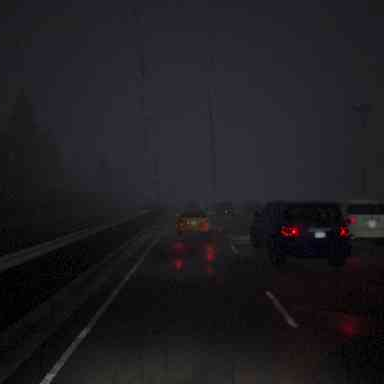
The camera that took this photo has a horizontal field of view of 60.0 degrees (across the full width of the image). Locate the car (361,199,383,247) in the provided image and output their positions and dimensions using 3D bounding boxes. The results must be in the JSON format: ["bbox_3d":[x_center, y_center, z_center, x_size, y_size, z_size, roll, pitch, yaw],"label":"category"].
[{"bbox_3d":[7.098,1.337,15.788,2.150,2.045,5.566,0,0,0],"label":"car"}]

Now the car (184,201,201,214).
[{"bbox_3d":[0.093,1.859,40.913,1.994,1.385,4.181,0,0,0],"label":"car"}]

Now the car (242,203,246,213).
[{"bbox_3d":[7.093,1.758,38.903,1.882,1.535,5.008,0,0,0],"label":"car"}]

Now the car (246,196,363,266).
[{"bbox_3d":[3.598,1.310,12.008,2.150,2.045,5.566,0,0,0],"label":"car"}]

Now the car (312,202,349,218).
[{"bbox_3d":[14.095,1.772,34.215,1.812,1.442,4.674,0,0,0],"label":"car"}]

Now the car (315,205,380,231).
[{"bbox_3d":[10.595,1.715,23.183,2.033,1.411,5.357,0,0,0],"label":"car"}]

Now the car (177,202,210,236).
[{"bbox_3d":[0.097,1.596,19.450,1.801,1.575,5.366,0,-1,0],"label":"car"}]

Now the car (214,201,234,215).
[{"bbox_3d":[3.595,1.776,37.444,1.837,1.490,4.892,0,0,0],"label":"car"}]
